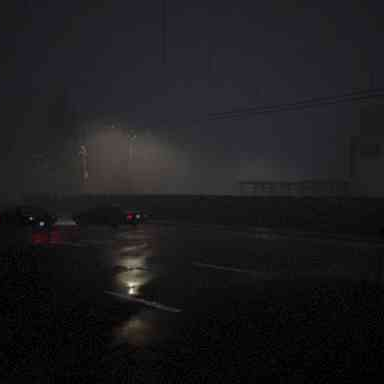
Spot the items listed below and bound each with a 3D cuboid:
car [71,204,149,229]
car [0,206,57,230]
[{"bbox_3d":[-5.145,1.435,20.556,5.357,1.411,2.033,0,0,35],"label":"car"},{"bbox_3d":[-10.182,1.463,19.849,4.718,1.301,1.895,0,0,35],"label":"car"}]
